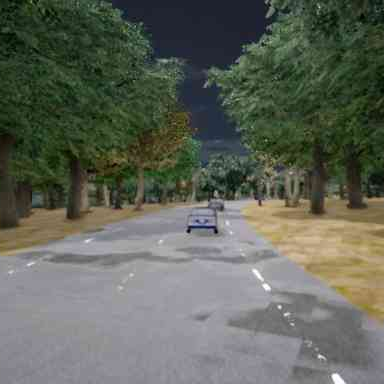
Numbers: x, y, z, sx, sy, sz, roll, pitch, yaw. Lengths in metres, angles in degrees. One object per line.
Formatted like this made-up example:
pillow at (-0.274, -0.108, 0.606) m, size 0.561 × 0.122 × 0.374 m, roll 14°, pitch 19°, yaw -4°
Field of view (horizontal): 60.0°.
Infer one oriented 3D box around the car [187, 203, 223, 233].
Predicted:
car at (0.710, 1.634, 20.525) m, size 2.033 × 1.411 × 5.357 m, roll 0°, pitch 0°, yaw 4°

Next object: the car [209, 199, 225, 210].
car at (3.092, 1.613, 41.801) m, size 2.128 × 1.511 × 4.902 m, roll 0°, pitch 0°, yaw 9°
